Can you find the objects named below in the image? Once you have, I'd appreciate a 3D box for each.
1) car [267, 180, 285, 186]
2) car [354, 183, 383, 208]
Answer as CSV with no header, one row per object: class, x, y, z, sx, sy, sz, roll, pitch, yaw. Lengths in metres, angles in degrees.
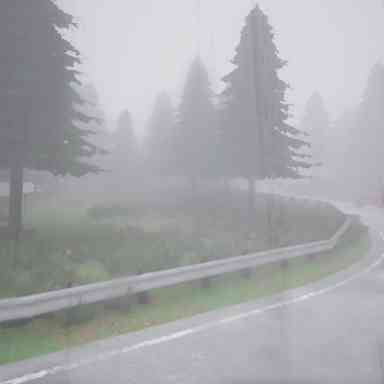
car,16.483,-2.037,65.128,2.033,1.411,5.357,1,3,36
car,14.604,0.339,24.961,2.150,2.045,5.566,2,3,-7
